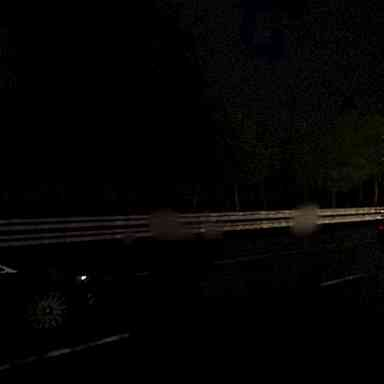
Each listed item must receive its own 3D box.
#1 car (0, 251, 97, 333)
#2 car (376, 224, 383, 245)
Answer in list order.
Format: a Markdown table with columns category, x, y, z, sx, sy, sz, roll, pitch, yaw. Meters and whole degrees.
| category | x | y | z | sx | sy | sz | roll | pitch | yaw |
| --- | --- | --- | --- | --- | --- | --- | --- | --- | --- |
| car | -4.017 | 1.487 | 5.181 | 4.902 | 1.511 | 2.128 | 1 | 0 | -35 |
| car | 10.425 | 1.752 | 15.460 | 4.181 | 1.385 | 1.994 | 1 | 0 | -35 |
